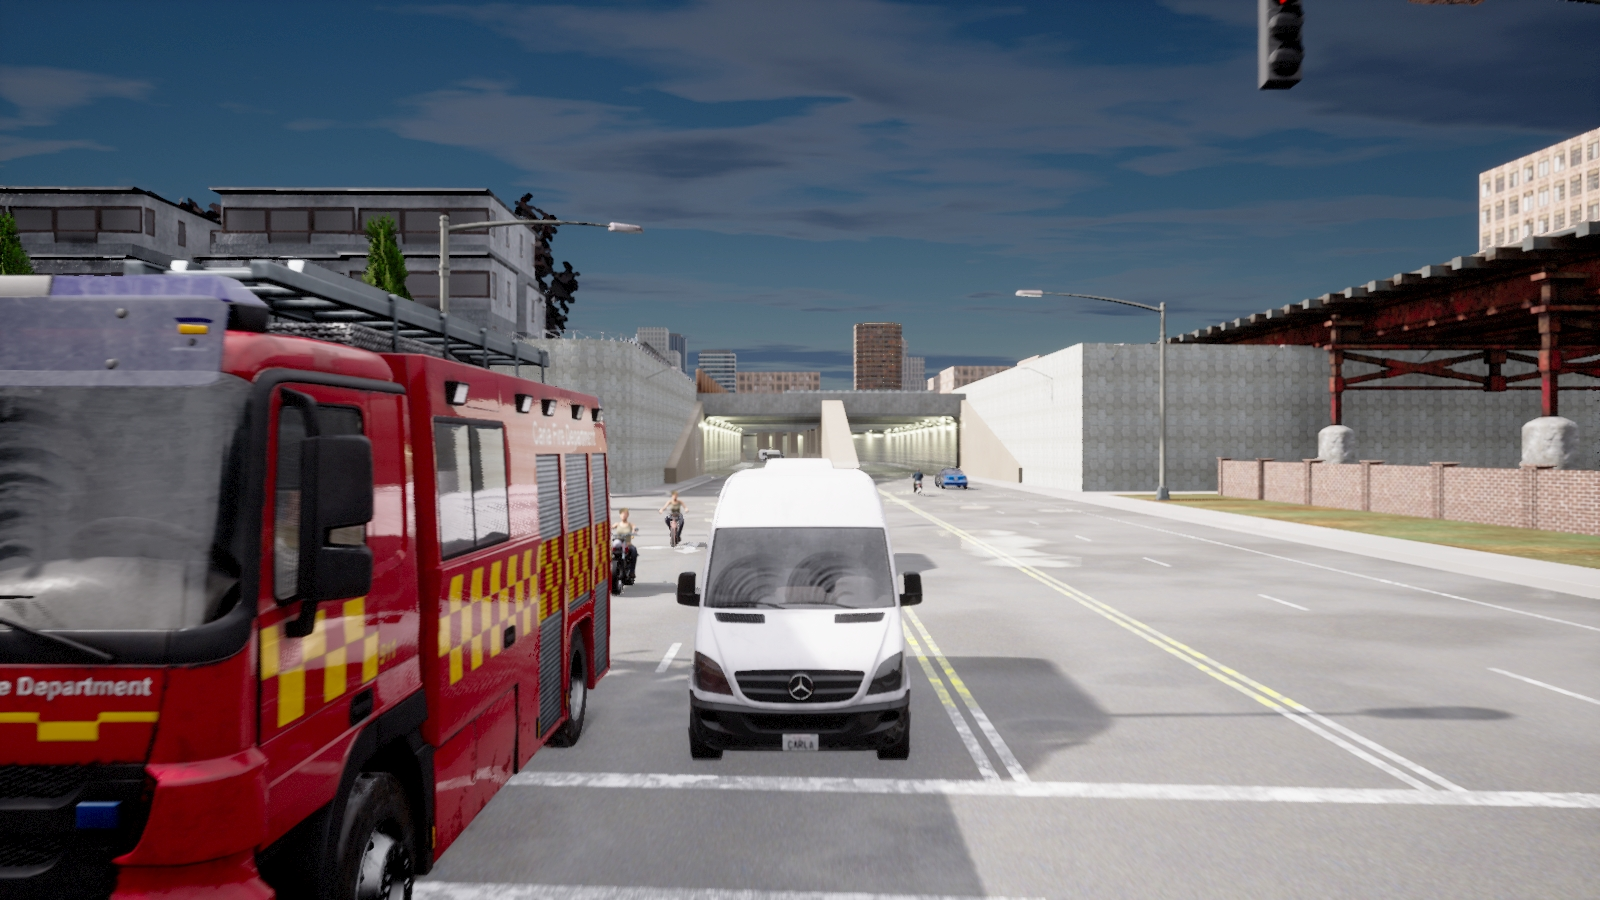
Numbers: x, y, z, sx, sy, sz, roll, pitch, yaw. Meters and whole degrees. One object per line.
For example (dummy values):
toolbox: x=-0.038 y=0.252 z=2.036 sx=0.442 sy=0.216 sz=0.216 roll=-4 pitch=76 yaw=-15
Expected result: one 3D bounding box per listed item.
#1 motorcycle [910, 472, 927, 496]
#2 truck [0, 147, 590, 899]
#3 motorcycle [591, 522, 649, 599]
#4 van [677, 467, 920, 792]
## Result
motorcycle: x=7.007 y=2.015 z=67.671 sx=0.856 sy=1.341 sz=1.805 roll=0 pitch=0 yaw=0
truck: x=-3.735 y=0.878 z=8.121 sx=2.891 sy=3.827 sz=8.468 roll=0 pitch=0 yaw=0
motorcycle: x=-3.511 y=2.135 z=22.447 sx=0.764 sy=1.277 sz=2.356 roll=0 pitch=0 yaw=0
van: x=-0.008 y=1.512 z=12.295 sx=1.988 sy=2.561 sz=5.915 roll=0 pitch=0 yaw=0
